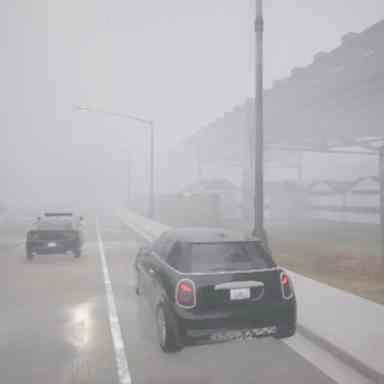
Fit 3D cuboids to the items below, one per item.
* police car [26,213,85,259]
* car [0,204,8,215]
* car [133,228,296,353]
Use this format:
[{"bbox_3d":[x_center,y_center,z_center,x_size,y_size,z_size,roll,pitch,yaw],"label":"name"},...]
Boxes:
[{"bbox_3d":[-5.674,1.697,14.173,1.930,1.638,5.238,1,-1,-17],"label":"police car"},{"bbox_3d":[-25.400,2.231,43.000,1.895,1.301,4.718,1,0,-17],"label":"car"},{"bbox_3d":[0.071,1.500,6.744,2.097,1.767,4.553,1,-1,-17],"label":"car"}]
